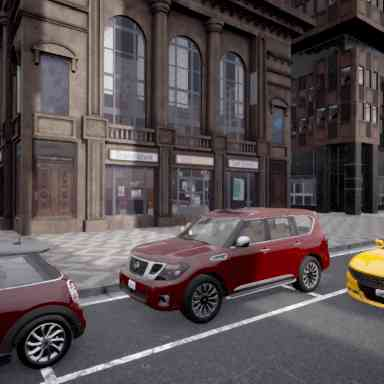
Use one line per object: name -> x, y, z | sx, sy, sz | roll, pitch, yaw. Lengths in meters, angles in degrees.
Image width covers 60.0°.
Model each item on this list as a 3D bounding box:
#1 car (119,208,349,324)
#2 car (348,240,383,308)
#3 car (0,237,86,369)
car -> 0.985, 1.316, 7.341 | 5.009, 1.841, 2.192 | 0, 0, -35
car -> 5.322, 1.478, 7.165 | 5.008, 1.535, 1.882 | 0, 0, -35
car -> -3.579, 1.440, 4.093 | 4.097, 1.590, 1.967 | 0, 0, -35
